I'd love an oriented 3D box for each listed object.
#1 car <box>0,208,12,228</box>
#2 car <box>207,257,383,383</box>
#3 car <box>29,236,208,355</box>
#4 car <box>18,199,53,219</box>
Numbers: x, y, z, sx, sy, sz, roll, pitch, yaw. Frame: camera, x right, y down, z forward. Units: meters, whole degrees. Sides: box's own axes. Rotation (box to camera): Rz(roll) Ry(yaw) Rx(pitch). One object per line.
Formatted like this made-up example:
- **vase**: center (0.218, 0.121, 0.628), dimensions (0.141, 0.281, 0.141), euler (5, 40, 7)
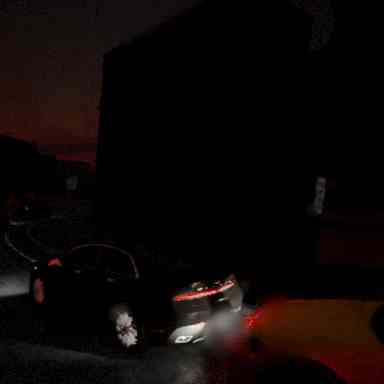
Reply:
- **car**: center (-15.215, 1.921, 25.440), dimensions (2.033, 1.411, 5.357), euler (4, -2, -19)
- **car**: center (2.912, 1.536, 2.935), dimensions (5.366, 1.575, 1.801), euler (0, -1, 35)
- **car**: center (-1.375, 1.610, 6.374), dimensions (4.892, 1.490, 1.837), euler (-1, -2, 42)
- **car**: center (-18.059, 1.918, 38.609), dimensions (2.150, 2.045, 5.566), euler (4, -2, -4)
